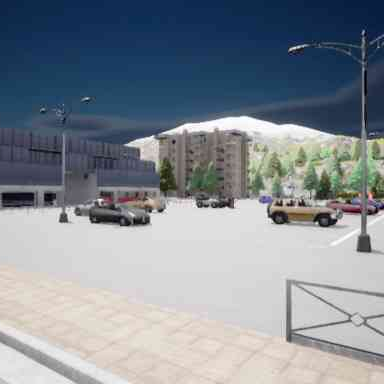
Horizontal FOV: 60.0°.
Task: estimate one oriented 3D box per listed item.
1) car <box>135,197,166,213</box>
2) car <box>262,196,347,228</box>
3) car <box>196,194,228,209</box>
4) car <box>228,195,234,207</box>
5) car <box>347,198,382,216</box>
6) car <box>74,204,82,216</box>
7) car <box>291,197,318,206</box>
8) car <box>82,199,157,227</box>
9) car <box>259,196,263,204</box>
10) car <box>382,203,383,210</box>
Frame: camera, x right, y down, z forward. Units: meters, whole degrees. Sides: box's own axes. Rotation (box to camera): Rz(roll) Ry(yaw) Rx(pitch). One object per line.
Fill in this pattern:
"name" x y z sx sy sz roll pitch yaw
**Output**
"car" -5.026 1.315 34.456 5.027 1.636 2.152 0 0 35
"car" 7.337 1.256 21.840 4.605 1.855 1.932 0 0 35
"car" 2.375 1.239 44.893 3.866 1.878 1.905 0 0 35
"car" 3.719 1.260 47.501 4.605 1.855 1.932 0 0 35
"car" 15.124 1.458 31.589 4.514 1.523 2.007 0 0 35
"car" -8.475 1.393 29.035 3.806 1.475 1.970 0 0 35
"car" 18.911 1.547 55.857 3.806 1.475 1.970 0 0 35
"car" -4.844 1.457 21.969 4.514 1.523 2.007 0 0 35
"car" 14.582 1.538 62.581 3.633 1.501 1.845 0 0 35
"car" 20.939 1.480 39.716 3.633 1.501 1.845 0 0 35
